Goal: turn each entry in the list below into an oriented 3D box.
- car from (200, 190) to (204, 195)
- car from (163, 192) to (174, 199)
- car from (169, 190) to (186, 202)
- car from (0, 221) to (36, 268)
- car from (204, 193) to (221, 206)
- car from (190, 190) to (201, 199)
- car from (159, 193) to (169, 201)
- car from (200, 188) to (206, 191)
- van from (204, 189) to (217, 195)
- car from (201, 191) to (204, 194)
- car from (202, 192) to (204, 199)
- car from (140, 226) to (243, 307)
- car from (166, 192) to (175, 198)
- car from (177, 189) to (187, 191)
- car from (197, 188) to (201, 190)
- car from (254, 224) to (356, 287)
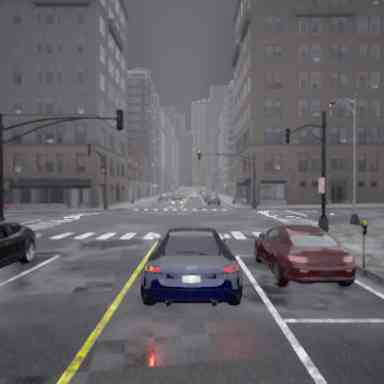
[{"bbox_3d":[3.295,0.834,73.813,1.802,1.307,4.206,0,1,1],"label":"car"},{"bbox_3d":[-5.229,0.802,73.891,2.008,1.369,4.403,0,1,1],"label":"car"},{"bbox_3d":[-2.639,0.932,60.252,1.837,1.490,4.892,0,1,1],"label":"car"},{"bbox_3d":[-5.764,1.497,8.847,1.947,1.339,4.313,0,0,0],"label":"car"},{"bbox_3d":[3.047,1.161,46.050,1.802,1.307,4.206,0,1,1],"label":"car"},{"bbox_3d":[0.537,0.759,74.487,1.812,1.442,4.674,0,1,1],"label":"car"},{"bbox_3d":[-5.331,0.981,62.787,1.802,1.307,4.206,0,1,1],"label":"car"},{"bbox_3d":[3.747,0.290,86.222,2.150,2.045,5.566,0,1,1],"label":"car"},{"bbox_3d":[3.096,0.862,51.599,1.690,1.788,3.998,0,1,1],"label":"van"},{"bbox_3d":[3.246,0.911,68.257,1.802,1.307,4.206,0,1,1],"label":"car"},{"bbox_3d":[3.145,1.007,57.152,1.887,1.381,4.507,0,1,1],"label":"car"},{"bbox_3d":[0.004,1.502,7.922,1.994,1.385,4.181,0,0,0],"label":"car"},{"bbox_3d":[-5.180,0.752,79.443,1.802,1.307,4.206,0,1,1],"label":"car"},{"bbox_3d":[-2.453,0.744,75.574,1.812,1.442,4.674,0,1,1],"label":"car"},{"bbox_3d":[0.625,0.453,84.485,2.128,1.511,4.902,0,1,1],"label":"car"},{"bbox_3d":[2.762,1.513,8.843,1.802,1.307,4.206,0,0,0],"label":"car"}]
